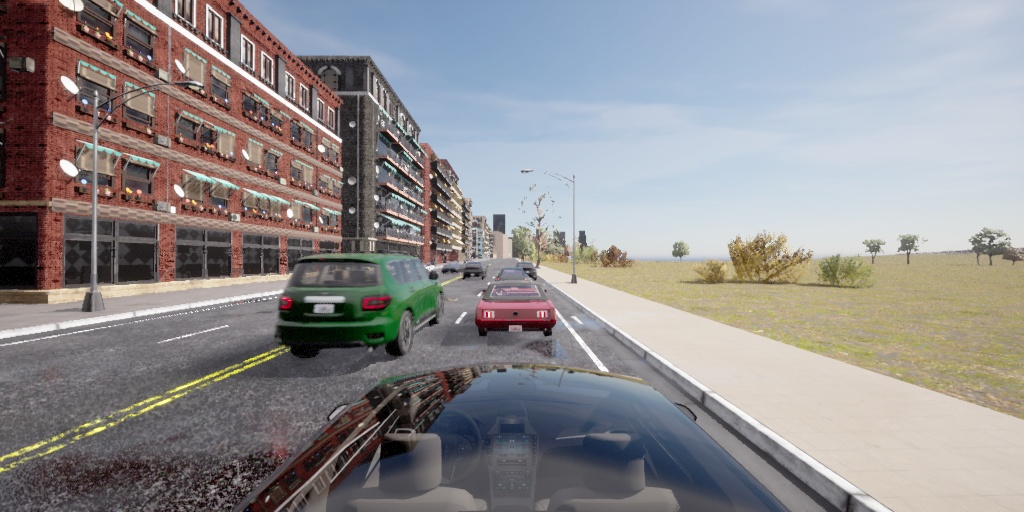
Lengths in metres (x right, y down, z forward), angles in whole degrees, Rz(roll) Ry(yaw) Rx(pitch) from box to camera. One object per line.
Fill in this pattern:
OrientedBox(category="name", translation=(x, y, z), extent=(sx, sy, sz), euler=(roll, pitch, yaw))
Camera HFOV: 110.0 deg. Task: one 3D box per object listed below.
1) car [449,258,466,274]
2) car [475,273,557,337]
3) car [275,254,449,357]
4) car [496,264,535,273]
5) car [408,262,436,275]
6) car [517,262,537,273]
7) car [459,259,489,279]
OrientedBox(category="car", translation=(-6.696, 1.306, 40.796), extent=(2.033, 1.411, 5.357), euler=(0, 0, 0))
OrientedBox(category="car", translation=(0.080, 1.354, 10.333), extent=(1.895, 1.301, 4.718), euler=(0, 0, 0))
OrientedBox(category="car", translation=(-3.169, 0.974, 8.715), extent=(2.150, 2.045, 5.566), euler=(0, 0, 0))
OrientedBox(category="car", translation=(0.046, 1.320, 20.364), extent=(1.994, 1.385, 4.181), euler=(0, 0, 0))
OrientedBox(category="car", translation=(-9.944, 1.360, 39.833), extent=(1.895, 1.301, 4.718), euler=(0, 0, 0))
OrientedBox(category="car", translation=(1.068, 1.263, 30.357), extent=(1.837, 1.490, 4.892), euler=(0, 0, 0))
OrientedBox(category="car", translation=(-3.225, 1.265, 31.908), extent=(1.837, 1.490, 4.892), euler=(0, 0, 0))
